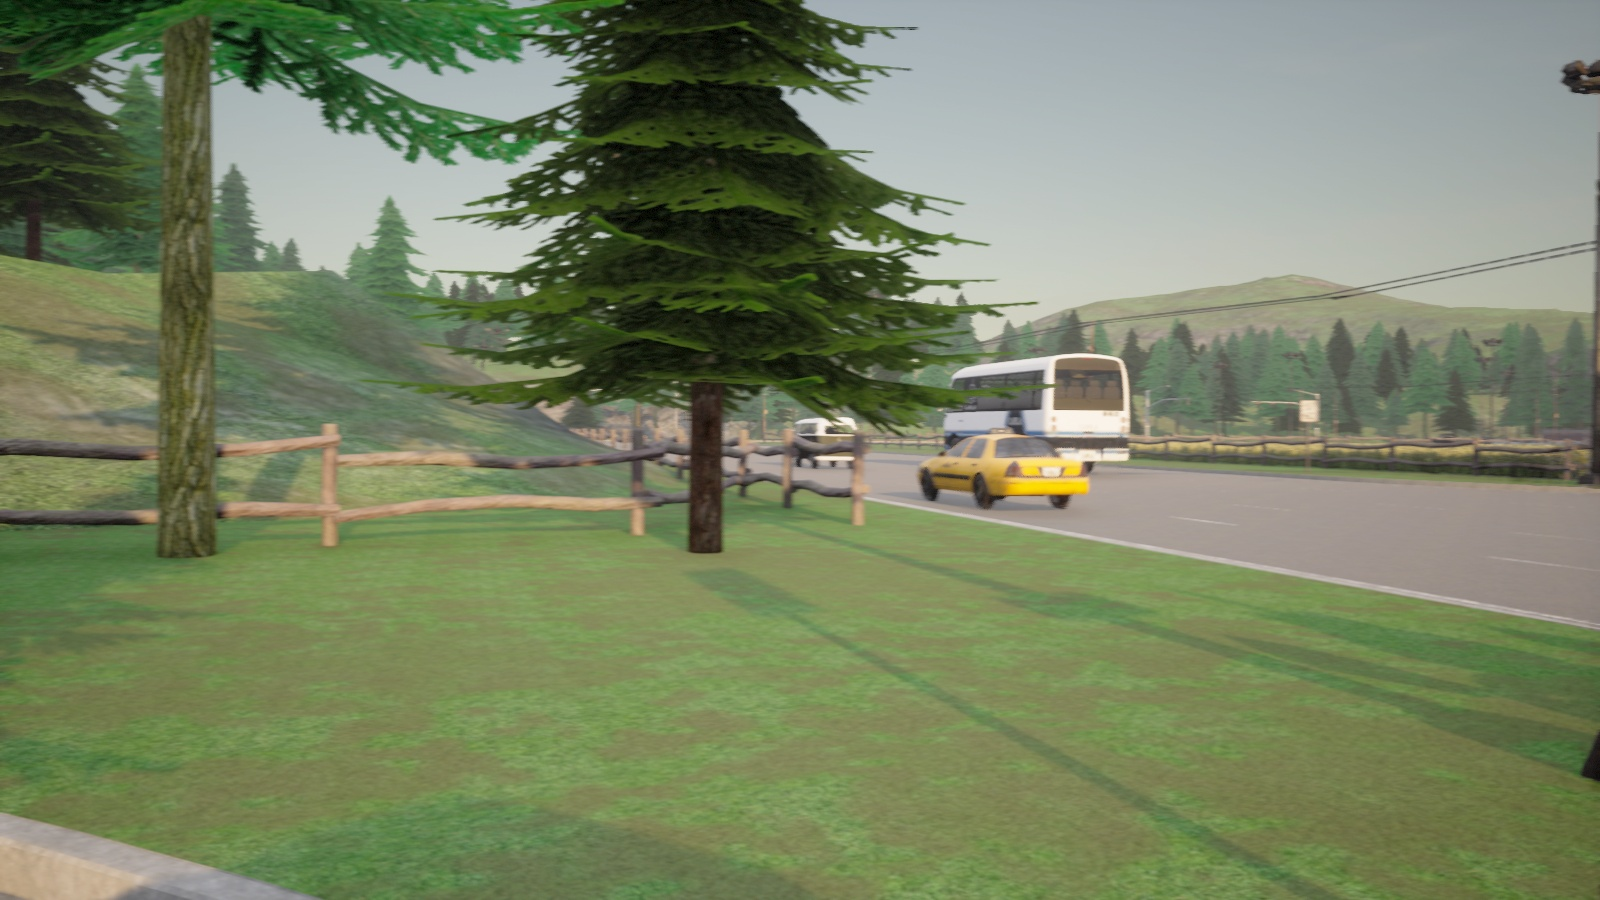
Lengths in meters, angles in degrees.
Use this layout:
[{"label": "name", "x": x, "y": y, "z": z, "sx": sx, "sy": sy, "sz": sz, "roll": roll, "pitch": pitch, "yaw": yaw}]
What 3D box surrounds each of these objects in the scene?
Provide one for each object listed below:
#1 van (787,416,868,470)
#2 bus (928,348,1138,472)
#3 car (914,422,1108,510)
[{"label": "van", "x": 1.047, "y": -0.313, "z": 50.346, "sx": 2.069, "sy": 2.038, "sz": 4.480, "roll": -1, "pitch": 1, "yaw": -15}, {"label": "bus", "x": 8.687, "y": -1.465, "z": 48.799, "sx": 3.944, "sy": 4.253, "sz": 10.273, "roll": -1, "pitch": 1, "yaw": -15}, {"label": "car", "x": 4.077, "y": 0.248, "z": 25.365, "sx": 1.801, "sy": 1.575, "sz": 5.366, "roll": -1, "pitch": 1, "yaw": -15}]
